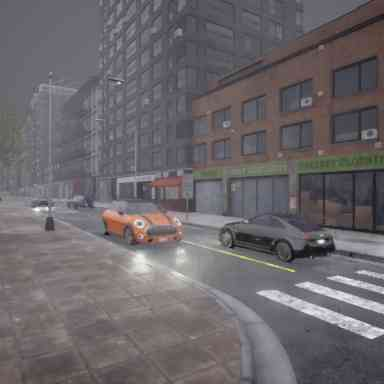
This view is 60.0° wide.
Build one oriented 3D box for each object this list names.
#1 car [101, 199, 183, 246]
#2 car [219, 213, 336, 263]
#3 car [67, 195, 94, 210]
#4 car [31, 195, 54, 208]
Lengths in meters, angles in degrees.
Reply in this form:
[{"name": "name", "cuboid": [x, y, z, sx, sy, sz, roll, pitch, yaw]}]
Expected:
[{"name": "car", "cuboid": [-2.245, 1.116, 14.060, 2.097, 1.767, 4.553, 0, 1, -32]}, {"name": "car", "cuboid": [2.788, 1.421, 11.639, 1.994, 1.385, 4.181, 0, 1, -32]}, {"name": "car", "cuboid": [-11.413, 1.005, 33.990, 1.812, 1.442, 4.674, 0, 0, -32]}, {"name": "car", "cuboid": [-16.469, 0.978, 36.526, 1.994, 1.385, 4.181, 0, 0, -32]}]
